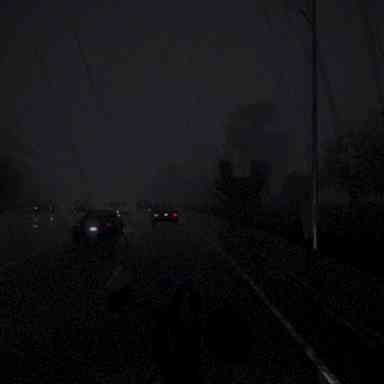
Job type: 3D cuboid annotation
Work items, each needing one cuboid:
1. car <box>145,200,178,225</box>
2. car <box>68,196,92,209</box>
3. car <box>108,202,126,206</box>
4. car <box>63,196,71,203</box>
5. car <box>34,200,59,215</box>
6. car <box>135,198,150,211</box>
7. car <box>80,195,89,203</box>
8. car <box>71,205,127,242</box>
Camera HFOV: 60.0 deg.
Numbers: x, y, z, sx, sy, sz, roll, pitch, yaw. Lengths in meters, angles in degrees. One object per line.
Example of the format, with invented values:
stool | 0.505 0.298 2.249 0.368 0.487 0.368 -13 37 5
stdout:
car | -2.147 1.579 24.622 2.033 1.411 5.357 0 0 -10
car | -11.885 1.527 35.886 1.882 1.535 5.008 0 0 -14
car | -7.710 1.647 34.370 1.895 1.301 4.718 0 0 -13
car | -27.622 1.613 73.777 2.128 1.511 4.902 0 0 -19
car | -15.306 1.575 35.146 1.812 1.442 4.674 0 0 -14
car | -6.119 1.547 42.156 2.128 1.511 4.902 0 0 -15
car | -24.183 1.568 74.551 1.882 1.535 5.008 0 0 -19
car | -4.558 1.589 16.535 1.994 1.385 4.181 0 0 -7
